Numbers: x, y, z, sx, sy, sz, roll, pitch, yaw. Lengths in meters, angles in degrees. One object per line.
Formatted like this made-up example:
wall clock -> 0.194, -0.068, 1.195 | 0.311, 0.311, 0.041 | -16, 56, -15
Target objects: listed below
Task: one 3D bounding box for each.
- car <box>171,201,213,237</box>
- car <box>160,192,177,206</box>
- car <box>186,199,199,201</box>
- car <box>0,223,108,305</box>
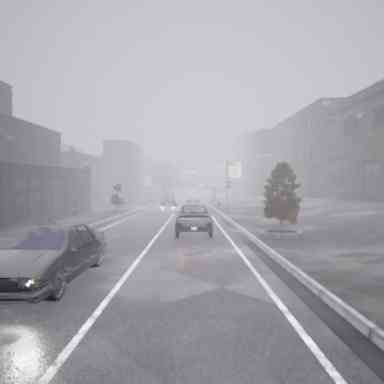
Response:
car -> 0.095, 1.431, 17.512 | 2.128, 1.511, 4.902 | 0, 0, 0
car -> -3.531, 1.061, 50.793 | 2.150, 2.045, 5.566 | 0, 0, 0
car -> 0.058, 1.419, 35.974 | 2.033, 1.411, 5.357 | 0, 0, 0
car -> -3.600, 1.525, 8.482 | 2.033, 1.411, 5.357 | 0, 0, 0
